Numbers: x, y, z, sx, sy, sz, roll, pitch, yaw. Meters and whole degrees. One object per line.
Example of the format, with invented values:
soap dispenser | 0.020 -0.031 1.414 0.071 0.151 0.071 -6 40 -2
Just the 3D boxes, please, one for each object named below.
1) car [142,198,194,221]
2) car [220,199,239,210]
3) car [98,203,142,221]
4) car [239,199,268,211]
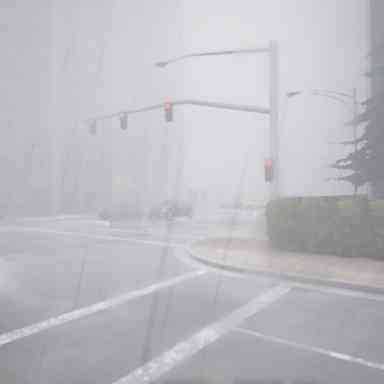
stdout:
car | -1.784 1.461 28.955 2.097 1.767 4.553 0 0 36
car | 5.542 1.693 44.911 1.994 1.385 4.181 0 0 37
car | -6.085 1.694 28.987 1.994 1.385 4.181 0 0 36
car | 8.418 1.585 42.914 1.882 1.535 5.008 0 0 36
